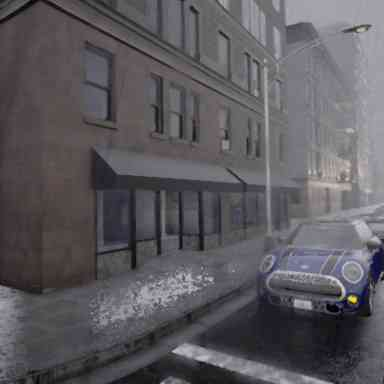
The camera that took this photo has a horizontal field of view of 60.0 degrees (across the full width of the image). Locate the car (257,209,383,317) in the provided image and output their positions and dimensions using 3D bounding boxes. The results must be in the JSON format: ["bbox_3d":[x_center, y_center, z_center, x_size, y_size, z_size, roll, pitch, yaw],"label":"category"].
[{"bbox_3d":[3.239,1.450,7.886,2.097,1.767,4.553,-2,-1,34],"label":"car"}]

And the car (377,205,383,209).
[{"bbox_3d":[13.600,1.753,23.147,2.033,1.411,5.357,-2,-1,34],"label":"car"}]
